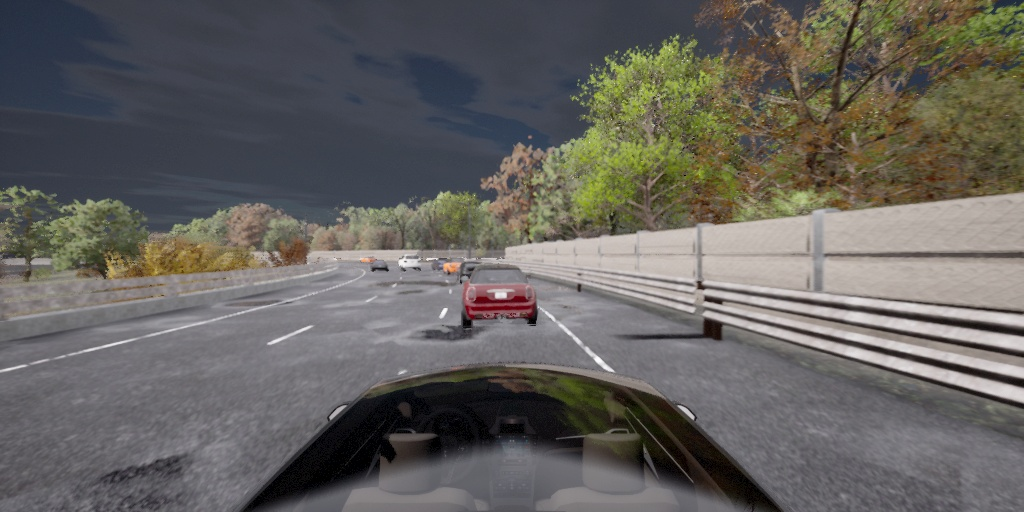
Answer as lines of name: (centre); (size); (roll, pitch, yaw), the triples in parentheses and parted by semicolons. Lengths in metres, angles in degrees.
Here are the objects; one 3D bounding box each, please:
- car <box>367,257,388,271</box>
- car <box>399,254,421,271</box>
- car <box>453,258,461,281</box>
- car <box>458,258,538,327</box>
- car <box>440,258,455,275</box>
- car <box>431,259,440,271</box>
car: (-16.803, 1.162, 45.216); (1.994, 1.385, 4.181); (0, 0, -25)
car: (-12.863, 0.811, 45.029); (2.150, 2.045, 5.566); (0, 1, -23)
car: (-2.966, 1.153, 25.800); (1.837, 1.490, 4.892); (0, 0, -13)
car: (-0.544, 1.053, 11.615); (2.097, 1.767, 4.553); (0, 0, -7)
car: (-5.702, 0.959, 36.191); (2.097, 1.767, 4.553); (0, 0, -17)
car: (-8.669, 1.127, 44.230); (2.033, 1.411, 5.357); (0, 0, -23)
